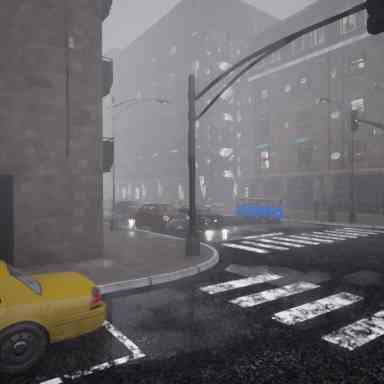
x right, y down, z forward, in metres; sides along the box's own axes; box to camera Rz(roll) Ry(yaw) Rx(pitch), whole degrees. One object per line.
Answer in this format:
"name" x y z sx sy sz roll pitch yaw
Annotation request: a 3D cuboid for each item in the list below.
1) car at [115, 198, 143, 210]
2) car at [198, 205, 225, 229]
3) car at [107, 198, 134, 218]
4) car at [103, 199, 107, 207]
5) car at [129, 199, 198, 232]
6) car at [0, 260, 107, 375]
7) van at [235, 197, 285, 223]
"car" -8.292 1.463 43.278 1.887 1.381 4.507 -1 0 -36
"car" 0.249 1.545 21.597 1.994 1.385 4.181 -1 0 -36
"car" -5.587 1.494 29.663 1.812 1.442 4.674 -1 0 -36
"car" -14.255 1.430 47.010 2.128 1.511 4.902 -1 0 -36
"car" -1.816 1.441 20.035 1.967 1.590 4.097 0 0 -36
"car" -3.547 1.525 4.038 4.829 1.417 1.752 0 0 -35
"van" 4.984 1.280 24.932 1.690 1.788 3.998 0 0 -36
